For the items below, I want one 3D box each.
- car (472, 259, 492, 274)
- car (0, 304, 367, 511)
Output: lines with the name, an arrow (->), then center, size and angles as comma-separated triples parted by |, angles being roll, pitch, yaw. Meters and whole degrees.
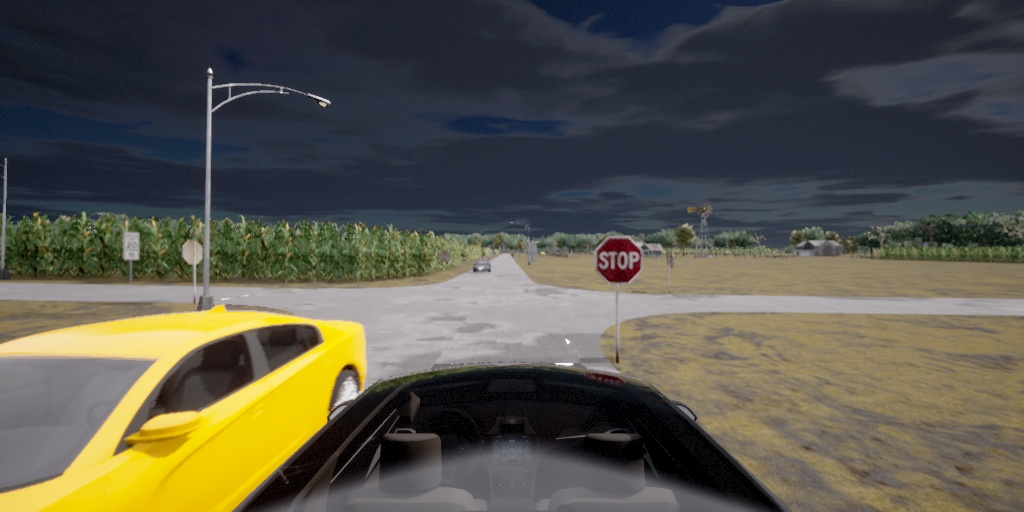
car -> -3.220, 1.097, 39.140 | 2.128, 1.511, 4.902 | 0, 1, -1
car -> -2.754, 1.227, 2.557 | 1.882, 1.535, 5.008 | 0, 0, -1
